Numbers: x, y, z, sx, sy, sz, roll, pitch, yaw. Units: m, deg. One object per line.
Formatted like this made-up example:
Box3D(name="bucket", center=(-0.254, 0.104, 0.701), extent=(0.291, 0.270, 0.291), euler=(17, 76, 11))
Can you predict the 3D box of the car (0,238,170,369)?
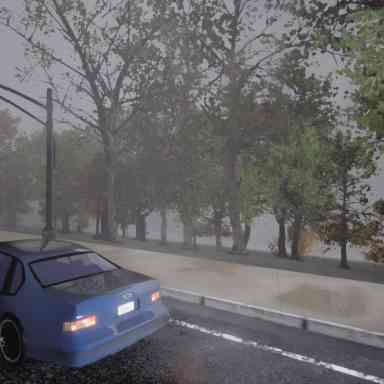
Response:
Box3D(name="car", center=(-2.895, 1.546, 5.754), extent=(5.357, 1.411, 2.033), euler=(0, 0, 36))
